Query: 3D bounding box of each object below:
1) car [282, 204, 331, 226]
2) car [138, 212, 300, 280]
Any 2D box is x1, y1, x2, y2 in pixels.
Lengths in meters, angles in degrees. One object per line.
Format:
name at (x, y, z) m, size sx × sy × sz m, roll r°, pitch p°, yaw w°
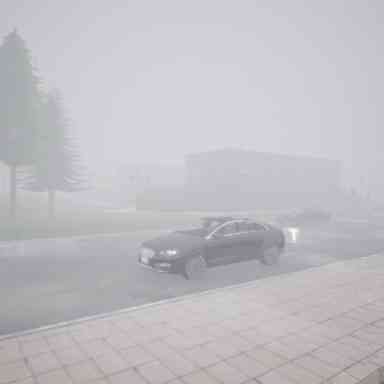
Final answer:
car at (8.040, 1.580, 23.808) m, size 4.674 × 1.442 × 1.812 m, roll 0°, pitch 0°, yaw -35°
car at (0.770, 1.509, 10.066) m, size 4.902 × 1.511 × 2.128 m, roll 0°, pitch 0°, yaw -35°
